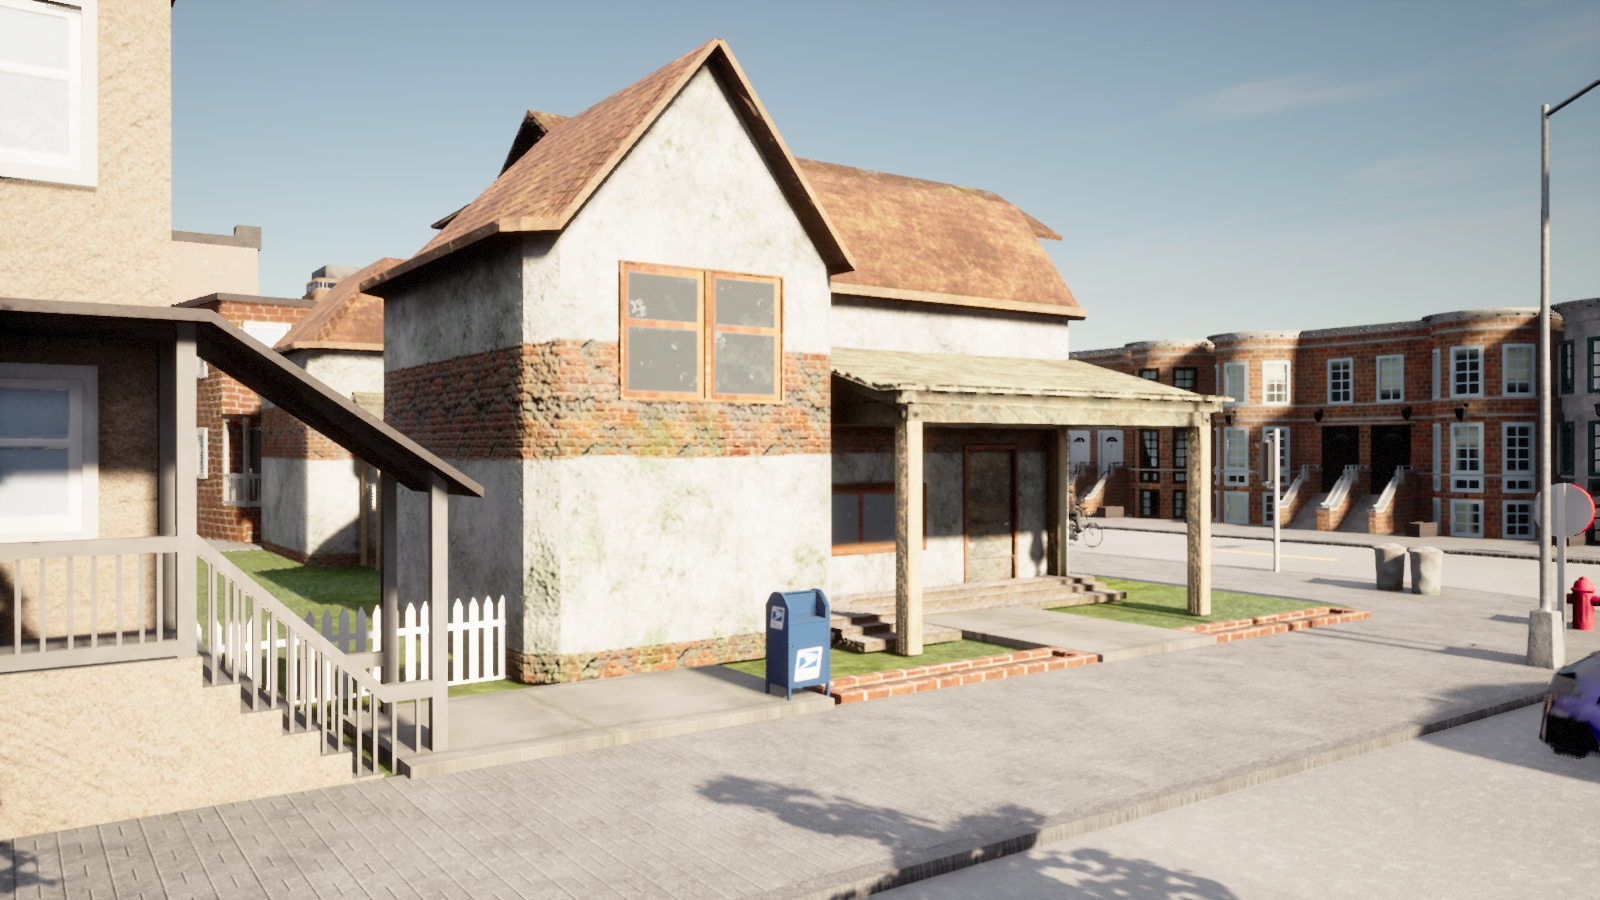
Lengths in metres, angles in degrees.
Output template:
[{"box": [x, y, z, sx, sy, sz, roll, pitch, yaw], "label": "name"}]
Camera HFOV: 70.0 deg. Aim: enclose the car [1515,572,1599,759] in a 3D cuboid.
[{"box": [8.556, 1.871, 10.378, 4.181, 1.385, 1.994, 0, 0, -35], "label": "car"}]
